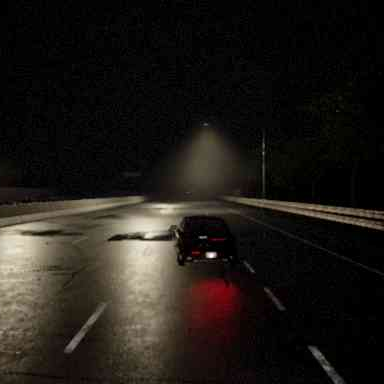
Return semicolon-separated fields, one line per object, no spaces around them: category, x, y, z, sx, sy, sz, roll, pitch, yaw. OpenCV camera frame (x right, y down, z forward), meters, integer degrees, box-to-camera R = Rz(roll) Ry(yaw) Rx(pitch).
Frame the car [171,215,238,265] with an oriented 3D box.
car;0.342;1.584;11.832;1.837;1.490;4.892;-1;-1;-5

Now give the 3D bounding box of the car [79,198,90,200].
car;-17.841;1.670;55.481;1.994;1.385;4.181;0;0;0

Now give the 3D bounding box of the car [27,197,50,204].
car;-24.831;1.610;55.202;1.837;1.490;4.892;0;0;0

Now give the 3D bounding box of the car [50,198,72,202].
car;-21.338;1.670;55.365;1.994;1.385;4.181;0;0;0

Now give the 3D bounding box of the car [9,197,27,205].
car;-28.322;1.598;55.160;2.128;1.511;4.902;0;0;0
